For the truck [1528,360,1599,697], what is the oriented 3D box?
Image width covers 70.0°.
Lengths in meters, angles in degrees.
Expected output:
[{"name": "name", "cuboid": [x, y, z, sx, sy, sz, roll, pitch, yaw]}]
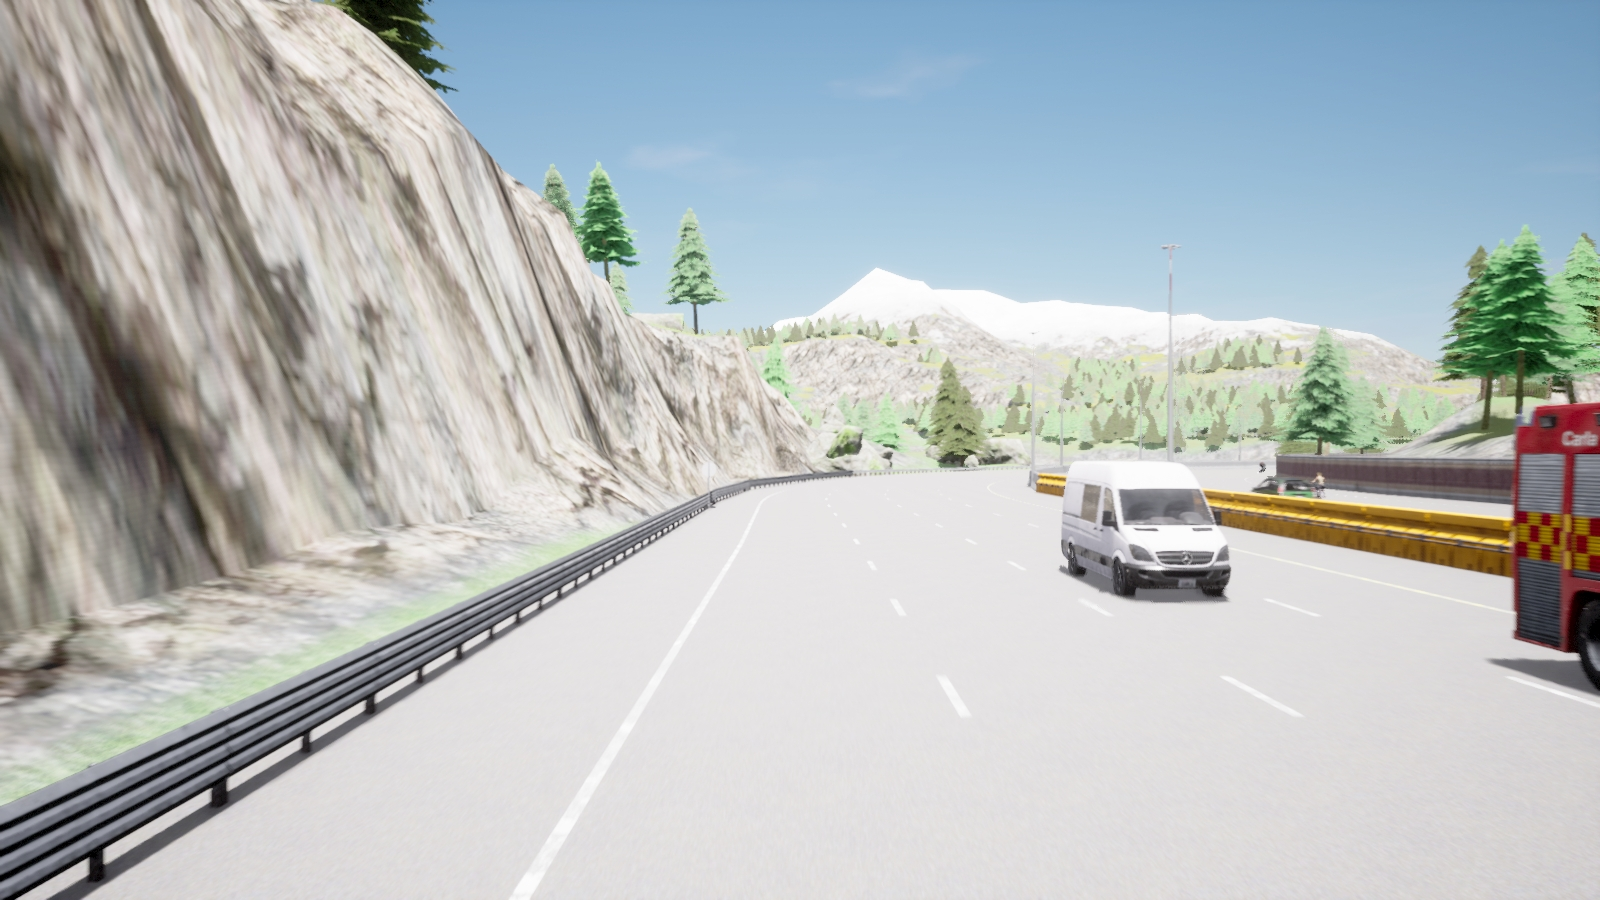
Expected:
[{"name": "truck", "cuboid": [10.505, 0.890, 9.994, 2.891, 3.827, 8.468, 0, 0, 0]}]

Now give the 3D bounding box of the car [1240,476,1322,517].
[{"name": "car", "cuboid": [20.796, 1.997, 49.573, 1.851, 1.617, 3.988, 0, 0, -1]}]

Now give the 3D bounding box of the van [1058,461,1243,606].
[{"name": "van", "cuboid": [6.996, 1.533, 23.564, 1.988, 2.561, 5.915, 0, 0, 0]}]
